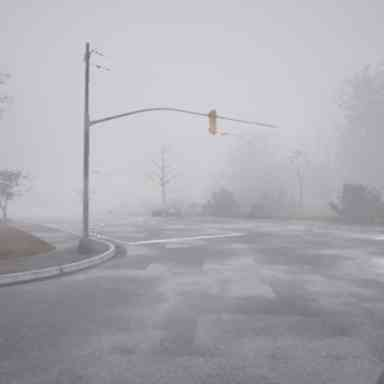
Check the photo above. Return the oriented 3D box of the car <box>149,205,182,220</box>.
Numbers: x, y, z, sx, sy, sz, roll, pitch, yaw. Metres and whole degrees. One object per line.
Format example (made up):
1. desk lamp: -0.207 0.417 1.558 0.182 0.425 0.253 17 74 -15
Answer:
1. car: -3.016 2.247 36.867 2.128 1.511 4.902 1 -3 -34
